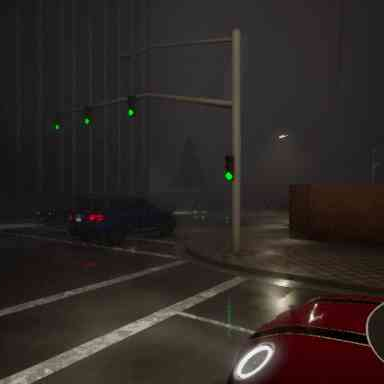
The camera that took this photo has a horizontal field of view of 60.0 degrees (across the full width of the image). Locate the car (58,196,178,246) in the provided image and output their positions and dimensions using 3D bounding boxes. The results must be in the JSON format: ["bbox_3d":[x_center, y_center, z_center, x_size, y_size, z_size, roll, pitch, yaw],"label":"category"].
[{"bbox_3d":[-3.063,1.221,15.729,2.150,2.045,5.566,0,0,35],"label":"car"}]

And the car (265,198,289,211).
[{"bbox_3d":[10.758,1.491,41.319,2.128,1.511,4.902,0,0,36],"label":"car"}]

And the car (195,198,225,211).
[{"bbox_3d":[2.318,1.491,41.805,2.128,1.511,4.902,0,0,36],"label":"car"}]

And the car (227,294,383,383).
[{"bbox_3d":[2.471,1.352,2.195,4.553,1.767,2.097,0,0,36],"label":"car"}]

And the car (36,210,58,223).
[{"bbox_3d":[-9.303,1.601,25.436,1.895,1.301,4.718,0,0,35],"label":"car"}]

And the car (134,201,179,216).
[{"bbox_3d":[-3.524,1.601,33.593,1.895,1.301,4.718,0,0,35],"label":"car"}]
